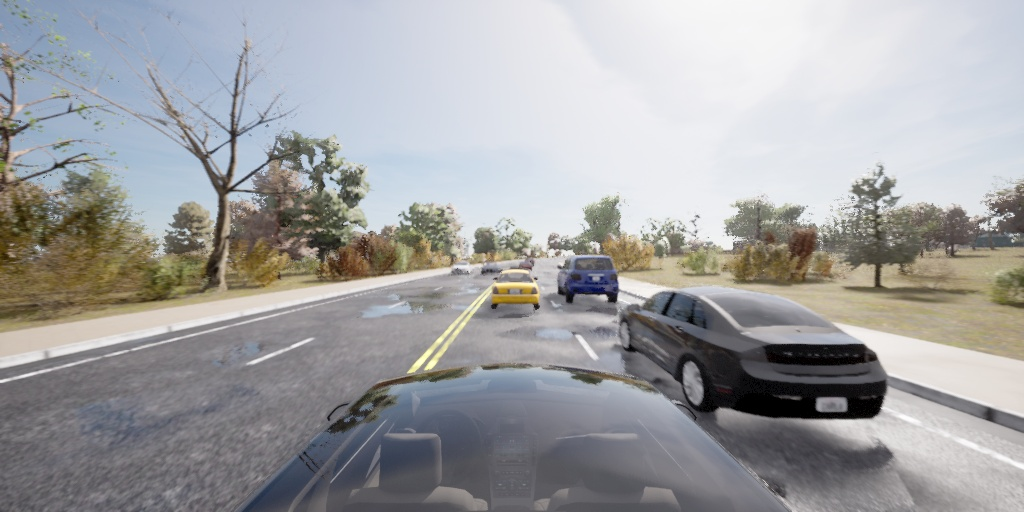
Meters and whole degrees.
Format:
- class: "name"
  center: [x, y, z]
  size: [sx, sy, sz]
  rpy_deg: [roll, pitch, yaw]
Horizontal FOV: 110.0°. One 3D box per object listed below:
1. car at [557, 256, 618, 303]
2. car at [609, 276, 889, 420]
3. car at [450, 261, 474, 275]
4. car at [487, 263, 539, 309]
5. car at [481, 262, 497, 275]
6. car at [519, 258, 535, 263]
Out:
- class: "car"
  center: [3.421, 0.999, 17.018]
  size: [2.150, 2.045, 5.566]
  rpy_deg: [0, 0, 1]
- class: "car"
  center: [3.260, 1.267, 6.062]
  size: [1.837, 1.490, 4.892]
  rpy_deg: [0, 0, 0]
- class: "car"
  center: [-5.475, 1.320, 39.834]
  size: [1.812, 1.442, 4.674]
  rpy_deg: [0, 0, 3]
- class: "car"
  center: [0.162, 1.229, 15.102]
  size: [1.801, 1.575, 5.366]
  rpy_deg: [0, 0, 1]
- class: "car"
  center: [-2.231, 1.359, 39.621]
  size: [1.994, 1.385, 4.181]
  rpy_deg: [0, 0, 4]
- class: "car"
  center: [2.001, 1.359, 52.868]
  size: [1.994, 1.385, 4.181]
  rpy_deg: [0, 0, 4]
